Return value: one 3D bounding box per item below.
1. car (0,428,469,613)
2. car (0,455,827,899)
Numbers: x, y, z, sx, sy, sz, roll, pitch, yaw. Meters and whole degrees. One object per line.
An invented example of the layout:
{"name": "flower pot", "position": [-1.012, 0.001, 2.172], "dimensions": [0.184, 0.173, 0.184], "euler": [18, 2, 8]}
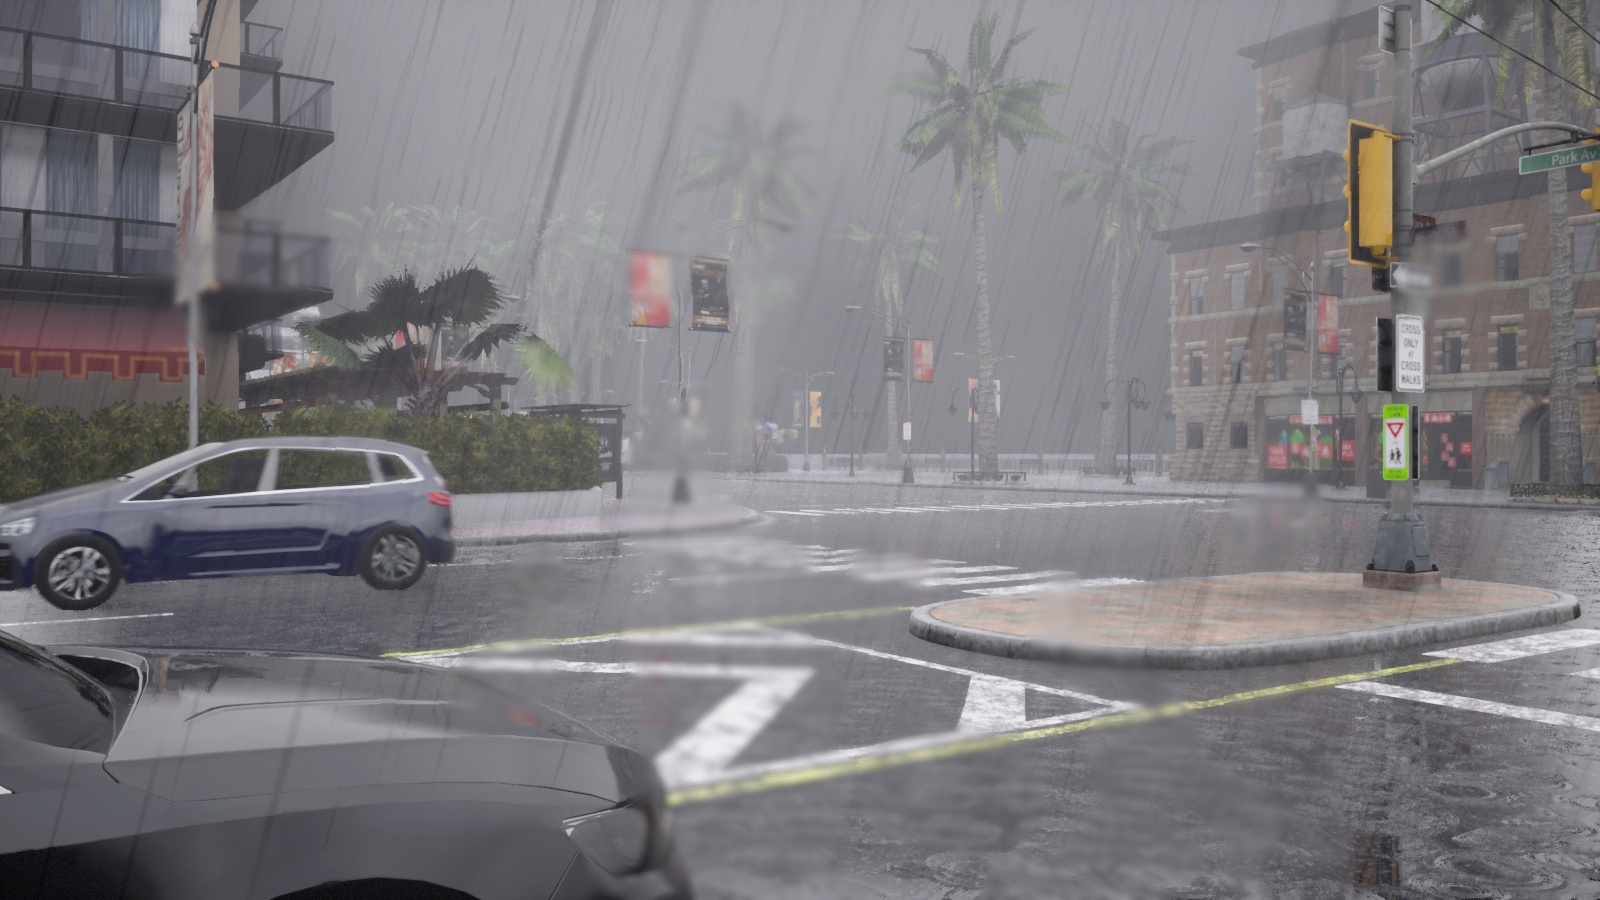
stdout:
{"name": "car", "position": [-6.164, 0.635, 13.386], "dimensions": [4.611, 1.667, 2.242], "euler": [0, 0, -35]}
{"name": "car", "position": [-2.478, 0.760, 1.933], "dimensions": [4.892, 1.490, 1.837], "euler": [0, 0, -35]}
